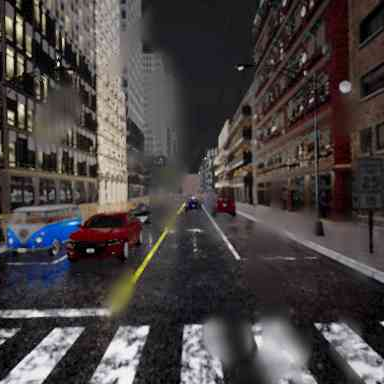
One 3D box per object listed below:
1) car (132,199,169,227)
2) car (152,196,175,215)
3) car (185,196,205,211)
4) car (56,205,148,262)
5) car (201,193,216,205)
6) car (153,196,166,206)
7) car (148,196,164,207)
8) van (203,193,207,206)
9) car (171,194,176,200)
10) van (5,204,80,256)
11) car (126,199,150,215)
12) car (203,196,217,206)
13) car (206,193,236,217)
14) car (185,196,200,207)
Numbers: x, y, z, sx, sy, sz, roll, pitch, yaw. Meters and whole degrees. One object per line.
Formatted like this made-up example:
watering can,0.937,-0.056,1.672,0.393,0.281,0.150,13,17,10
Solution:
car,-3.048,1.497,22.856,2.128,1.511,4.902,-1,0,0
car,-3.019,1.495,33.215,1.837,1.490,4.892,-1,0,0
car,0.175,1.480,39.322,1.994,1.385,4.181,-1,0,0
car,-3.080,1.499,12.577,1.882,1.535,5.008,-1,0,0
car,2.802,1.156,57.579,2.192,1.841,5.009,-1,0,0
car,-5.573,1.539,57.429,1.752,1.417,4.829,-1,0,0
car,-5.588,1.460,52.048,1.967,1.590,4.097,-1,0,0
van,2.775,1.195,46.478,1.690,1.788,3.998,-1,0,0
car,-5.518,1.543,79.802,2.008,1.369,4.403,-1,0,0
van,-5.683,1.415,13.192,1.690,1.788,3.998,-1,0,0
car,-5.626,1.567,35.226,1.752,1.417,4.829,-1,0,0
car,2.794,1.398,52.029,2.008,1.369,4.403,-1,0,0
car,2.735,1.191,29.826,2.192,1.841,5.009,-1,0,0
car,0.106,1.394,52.262,2.128,1.511,4.902,-1,0,0
